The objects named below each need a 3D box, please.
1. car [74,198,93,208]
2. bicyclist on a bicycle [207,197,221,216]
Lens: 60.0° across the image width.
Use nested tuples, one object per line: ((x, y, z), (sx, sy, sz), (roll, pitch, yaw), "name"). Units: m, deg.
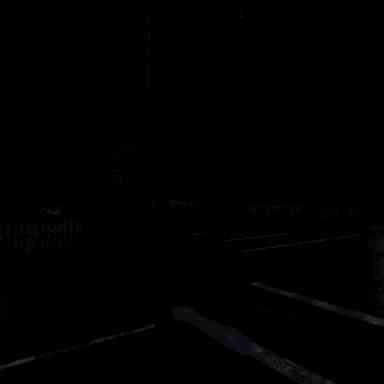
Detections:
((-15.173, 1.510, 46.544), (1.812, 1.442, 4.674), (0, 0, -32), "car")
((1.959, 1.277, 29.183), (1.656, 1.620, 0.582), (-1, 0, -36), "bicyclist on a bicycle")
